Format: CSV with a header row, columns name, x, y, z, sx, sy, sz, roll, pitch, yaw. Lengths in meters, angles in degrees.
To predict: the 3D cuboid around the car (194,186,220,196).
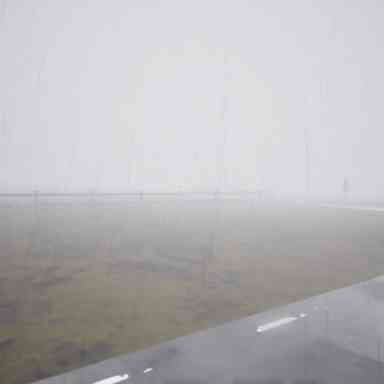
name,x,y,z,sx,sy,sz,roll,pitch,yaw
car,2.192,-0.187,50.341,1.837,1.490,4.892,1,2,-36
